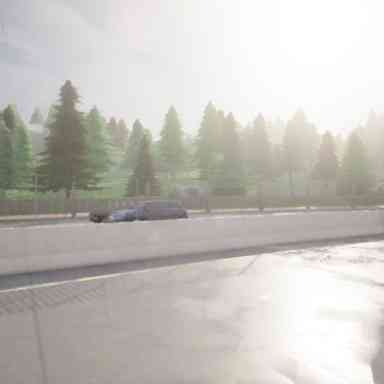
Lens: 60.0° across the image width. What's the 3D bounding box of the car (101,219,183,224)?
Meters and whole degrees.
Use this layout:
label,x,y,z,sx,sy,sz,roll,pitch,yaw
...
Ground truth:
label,x,y,z,sx,sy,sz,roll,pitch,yaw
car,-2.461,1.249,18.800,4.553,1.767,2.097,0,0,-30
